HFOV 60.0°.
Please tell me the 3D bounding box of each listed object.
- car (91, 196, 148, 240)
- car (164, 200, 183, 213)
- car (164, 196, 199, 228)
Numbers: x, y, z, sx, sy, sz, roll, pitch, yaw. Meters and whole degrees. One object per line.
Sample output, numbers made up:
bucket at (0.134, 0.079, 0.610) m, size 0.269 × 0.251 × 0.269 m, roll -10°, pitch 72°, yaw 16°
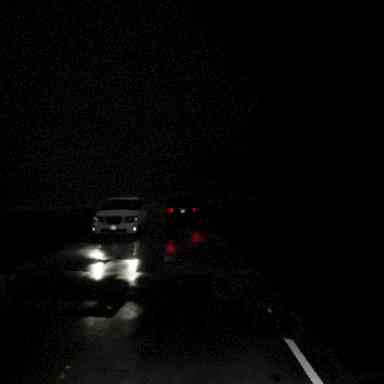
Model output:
car at (-3.563, 1.244, 17.369) m, size 2.150 × 2.045 × 5.566 m, roll 0°, pitch -1°, yaw -2°
car at (-2.383, 1.801, 41.619) m, size 2.033 × 1.411 × 5.357 m, roll 0°, pitch -1°, yaw -6°
car at (-0.729, 1.283, 22.987) m, size 2.150 × 2.045 × 5.566 m, roll 0°, pitch 0°, yaw -4°
